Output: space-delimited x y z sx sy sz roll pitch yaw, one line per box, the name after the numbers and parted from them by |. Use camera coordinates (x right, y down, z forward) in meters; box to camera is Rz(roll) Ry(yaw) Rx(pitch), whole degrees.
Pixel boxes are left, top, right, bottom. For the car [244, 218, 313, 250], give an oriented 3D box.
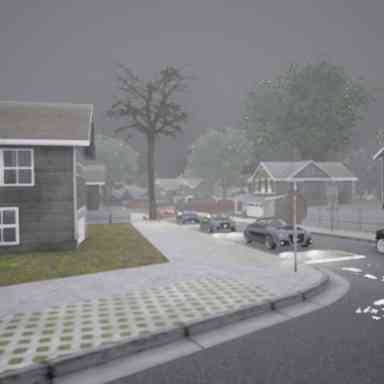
4.194 2.001 16.788 1.994 1.385 4.181 -1 -2 -14 | car

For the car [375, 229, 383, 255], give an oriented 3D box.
8.638 1.639 11.711 1.882 1.535 5.008 0 -2 -6 | car

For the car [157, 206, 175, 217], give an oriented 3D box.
-3.951 2.899 50.242 2.097 1.767 4.553 -1 -1 -13 | car

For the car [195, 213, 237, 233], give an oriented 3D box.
1.931 2.331 25.840 1.994 1.385 4.181 -1 -2 -14 | car

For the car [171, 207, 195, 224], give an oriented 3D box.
-0.537 2.663 35.960 2.033 1.411 5.357 -1 -2 -14 | car

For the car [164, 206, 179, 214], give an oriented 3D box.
-3.881 3.328 61.724 1.812 1.442 4.674 -1 -1 -15 | car
